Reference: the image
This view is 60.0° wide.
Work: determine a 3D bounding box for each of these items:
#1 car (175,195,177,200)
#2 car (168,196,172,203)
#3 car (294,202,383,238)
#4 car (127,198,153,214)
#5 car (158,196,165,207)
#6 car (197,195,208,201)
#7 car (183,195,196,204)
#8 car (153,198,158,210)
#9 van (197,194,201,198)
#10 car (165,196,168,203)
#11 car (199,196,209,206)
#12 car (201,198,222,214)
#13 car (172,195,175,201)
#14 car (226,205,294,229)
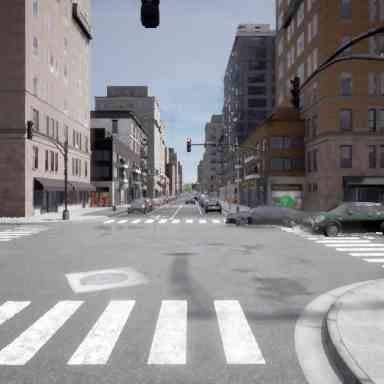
[{"bbox_3d":[-5.823,1.721,91.264,1.887,1.381,4.507,0,0,0],"label":"car"},{"bbox_3d":[-5.801,1.552,69.220,1.967,1.590,4.097,0,0,0],"label":"car"},{"bbox_3d":[8.040,1.318,17.158,4.553,1.767,2.097,0,0,-5],"label":"car"},{"bbox_3d":[-5.768,1.480,36.156,1.967,1.590,4.097,0,0,0],"label":"car"},{"bbox_3d":[-5.785,1.653,52.688,1.802,1.307,4.206,0,0,0],"label":"car"},{"bbox_3d":[2.240,1.637,52.696,1.947,1.339,4.313,0,0,0],"label":"car"},{"bbox_3d":[-0.308,1.698,63.786,1.895,1.301,4.718,0,0,0],"label":"car"},{"bbox_3d":[-5.774,1.490,41.667,1.967,1.590,4.097,0,0,0],"label":"car"},{"bbox_3d":[2.235,1.424,58.207,1.690,1.788,3.998,0,0,0],"label":"van"},{"bbox_3d":[-5.790,1.634,58.199,2.008,1.369,4.403,0,0,0],"label":"car"},{"bbox_3d":[2.246,1.641,47.186,1.802,1.307,4.206,0,0,0],"label":"car"},{"bbox_3d":[2.257,1.606,36.163,1.947,1.339,4.313,0,0,0],"label":"car"},{"bbox_3d":[-5.812,1.695,80.242,2.008,1.369,4.403,0,0,0],"label":"car"},{"bbox_3d":[4.915,1.544,21.406,5.357,1.411,2.033,-1,0,13],"label":"car"}]
